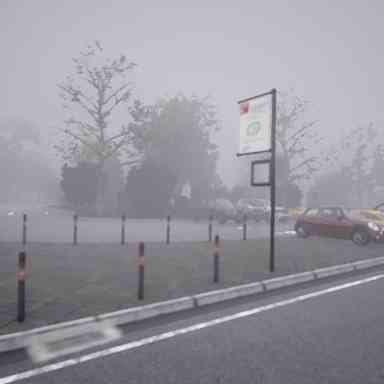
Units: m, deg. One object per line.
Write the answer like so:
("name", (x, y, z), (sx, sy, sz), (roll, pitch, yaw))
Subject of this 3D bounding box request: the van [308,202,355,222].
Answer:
("van", (15.583, 2.162, 37.338), (1.878, 1.987, 4.442), (3, -2, -36))

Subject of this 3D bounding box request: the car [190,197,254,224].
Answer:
("car", (2.053, 1.485, 27.681), (2.435, 2.045, 5.566), (2, -1, -36))

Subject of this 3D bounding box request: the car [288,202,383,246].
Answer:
("car", (7.472, 1.542, 16.527), (2.185, 1.767, 4.553), (2, -1, -36))

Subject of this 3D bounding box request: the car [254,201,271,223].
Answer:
("car", (4.192, 1.825, 29.262), (2.231, 1.521, 4.892), (2, -1, -36))

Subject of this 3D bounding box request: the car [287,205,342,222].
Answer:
("car", (13.133, 2.257, 35.947), (1.946, 1.575, 5.366), (3, -2, -36))

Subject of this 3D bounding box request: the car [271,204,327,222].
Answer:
("car", (10.974, 2.142, 34.395), (1.946, 1.575, 5.366), (3, -2, -36))

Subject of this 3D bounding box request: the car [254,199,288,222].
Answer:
("car", (6.470, 1.668, 30.890), (2.435, 2.045, 5.566), (2, -1, -36))
